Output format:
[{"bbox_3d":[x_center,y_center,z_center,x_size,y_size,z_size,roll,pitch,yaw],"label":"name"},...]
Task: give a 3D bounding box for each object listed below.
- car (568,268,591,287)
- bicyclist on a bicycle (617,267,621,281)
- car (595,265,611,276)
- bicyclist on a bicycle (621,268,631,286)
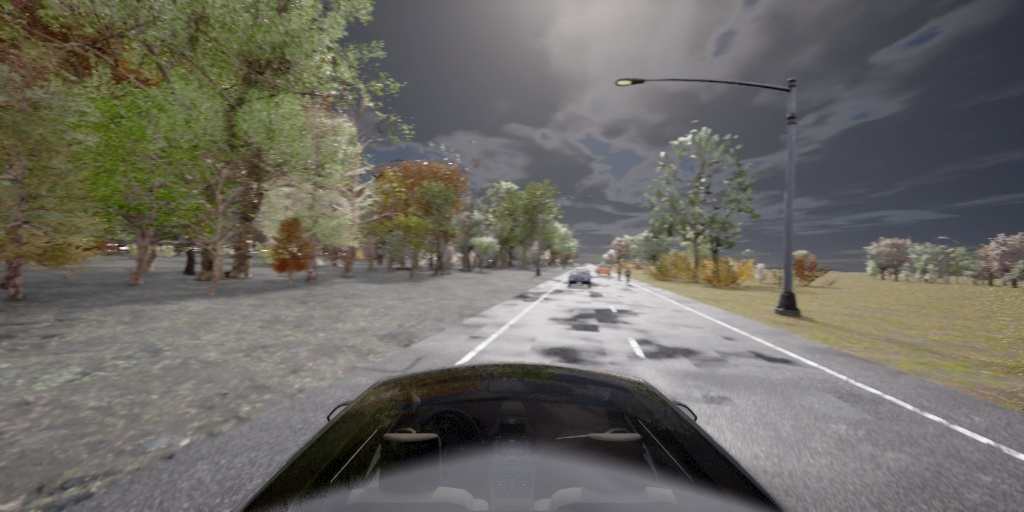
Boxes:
[{"bbox_3d":[5.859,1.921,30.924,1.895,1.301,4.718,2,-1,12],"label":"car"},{"bbox_3d":[12.646,2.134,42.282,0.582,1.620,1.656,2,-1,12],"label":"bicyclist on a bicycle"},{"bbox_3d":[15.527,2.369,60.652,2.097,1.767,4.553,2,-1,12],"label":"car"},{"bbox_3d":[10.852,1.960,33.518,0.582,1.620,1.656,2,-1,12],"label":"bicyclist on a bicycle"}]
